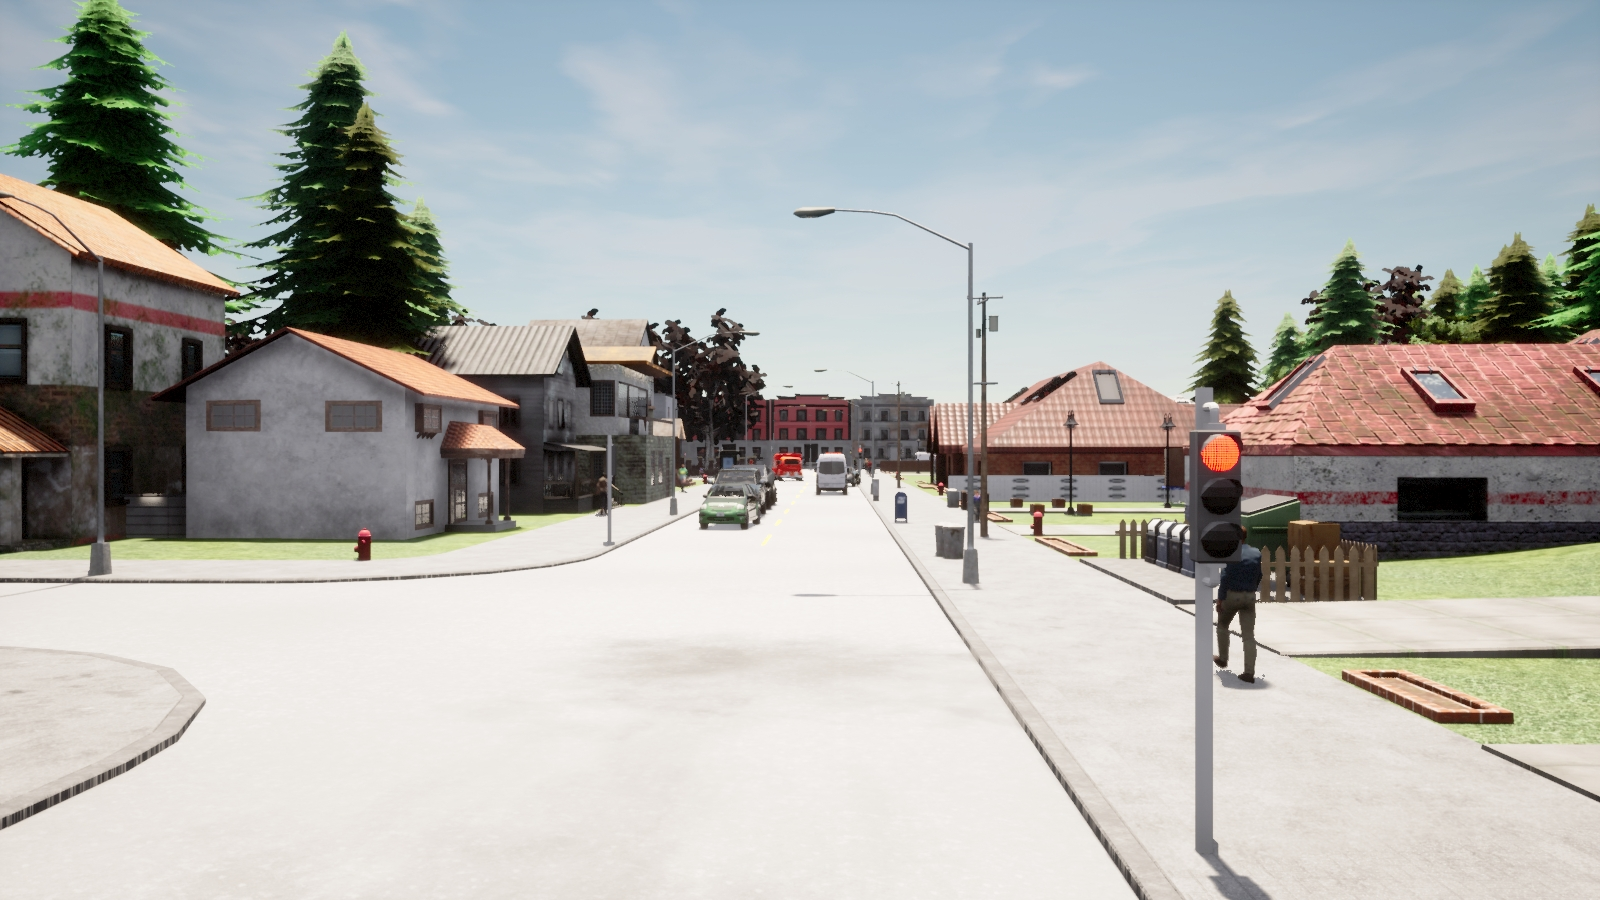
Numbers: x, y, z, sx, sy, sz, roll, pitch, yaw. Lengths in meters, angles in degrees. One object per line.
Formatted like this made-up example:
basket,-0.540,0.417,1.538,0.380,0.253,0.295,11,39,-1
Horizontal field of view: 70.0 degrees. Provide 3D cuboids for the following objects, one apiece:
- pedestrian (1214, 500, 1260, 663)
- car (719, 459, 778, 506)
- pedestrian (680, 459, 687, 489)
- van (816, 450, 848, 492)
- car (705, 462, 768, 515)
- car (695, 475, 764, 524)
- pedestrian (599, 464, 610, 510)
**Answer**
pedestrian,5.115,1.524,13.390,0.375,1.860,0.375,0,0,-4
car,-2.451,1.534,55.813,2.390,2.098,6.274,0,0,2
pedestrian,-7.330,1.524,71.688,0.375,1.860,0.375,0,0,1
van,2.035,1.315,73.194,1.988,2.561,5.915,0,0,2
car,-2.626,1.559,48.404,2.150,2.045,5.566,0,0,2
car,-2.533,1.779,41.798,1.851,1.617,3.988,0,0,7
pedestrian,-8.052,1.525,46.960,0.375,1.860,0.375,0,0,3
